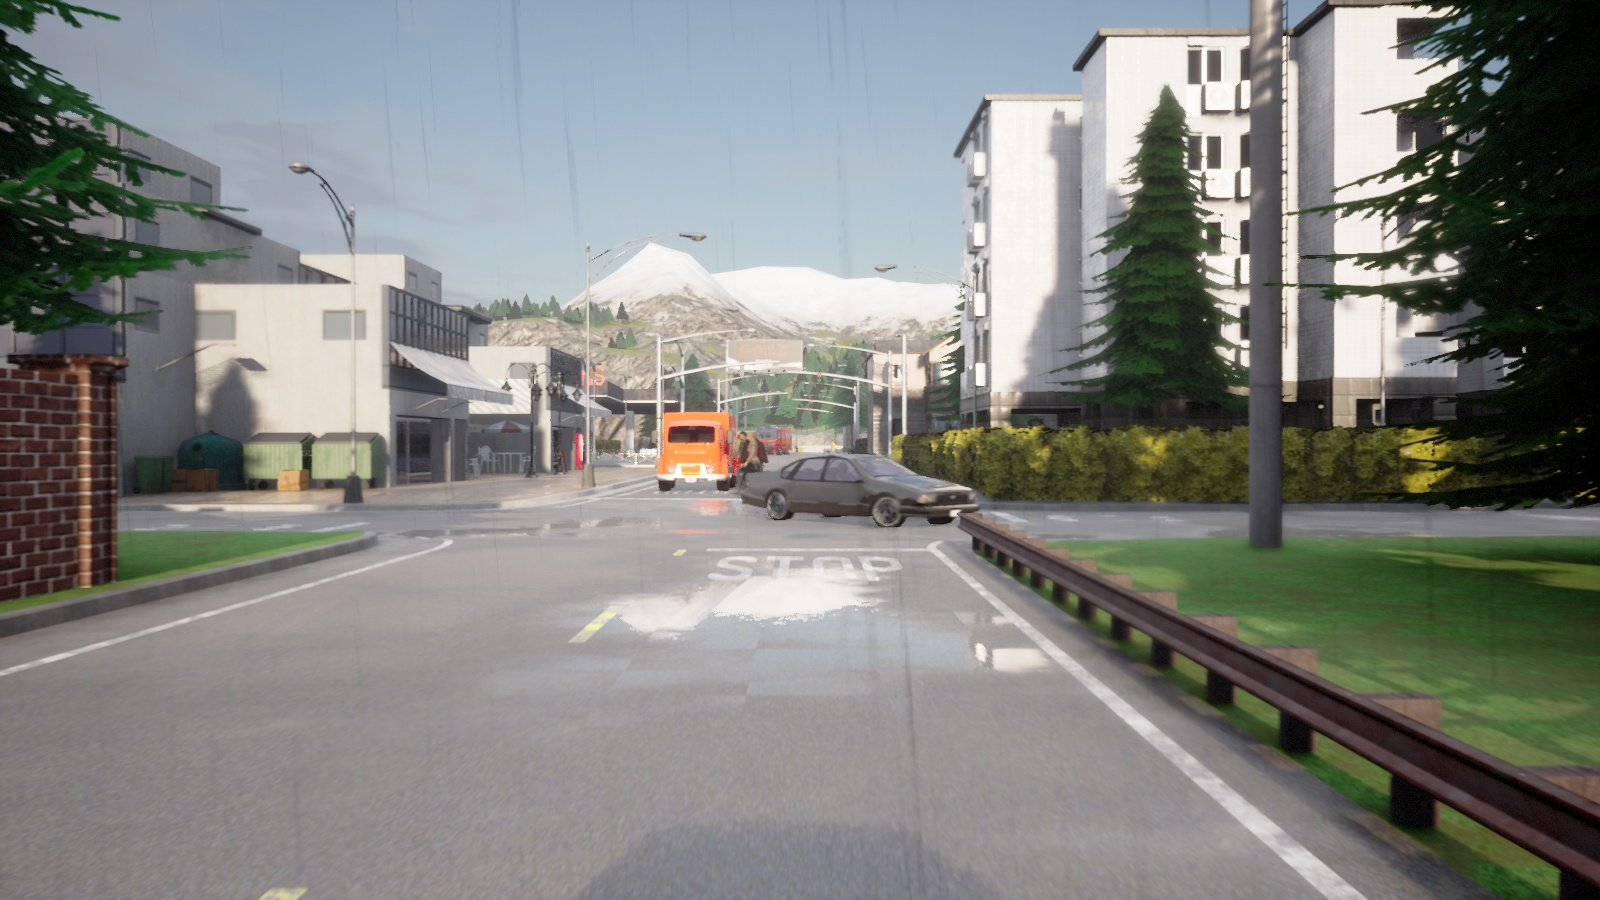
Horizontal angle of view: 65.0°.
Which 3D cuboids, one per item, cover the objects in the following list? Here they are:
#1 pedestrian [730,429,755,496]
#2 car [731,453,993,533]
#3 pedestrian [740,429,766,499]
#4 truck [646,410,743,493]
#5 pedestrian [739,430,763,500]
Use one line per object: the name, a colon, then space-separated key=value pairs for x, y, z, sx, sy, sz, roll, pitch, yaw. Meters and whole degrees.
pedestrian: x=-1.606 y=0.346 z=34.891 sx=0.614 sy=1.847 sz=0.353 roll=0 pitch=0 yaw=-22
car: x=1.154 y=0.800 z=25.764 sx=5.357 sy=1.411 sz=2.033 roll=1 pitch=0 yaw=44
pedestrian: x=-1.266 y=0.364 z=33.777 sx=0.634 sy=1.844 sz=0.899 roll=0 pitch=0 yaw=2
truck: x=-3.255 y=0.033 z=40.065 sx=2.627 sy=2.467 sz=5.204 roll=0 pitch=0 yaw=0
pedestrian: x=-1.305 y=0.387 z=33.398 sx=0.634 sy=1.846 sz=0.331 roll=0 pitch=0 yaw=-5
